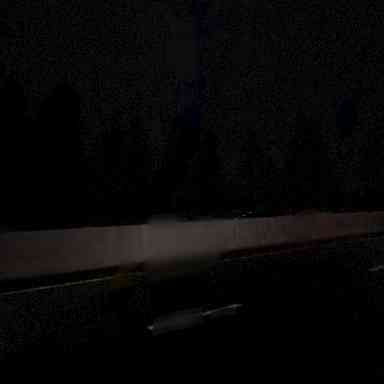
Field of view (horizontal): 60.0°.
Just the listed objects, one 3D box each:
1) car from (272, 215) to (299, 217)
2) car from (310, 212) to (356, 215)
[{"bbox_3d":[8.669,1.701,26.688,4.718,1.301,1.895,0,0,-30],"label":"car"},{"bbox_3d":[10.153,1.696,23.500,4.718,1.301,1.895,0,0,-30],"label":"car"}]
